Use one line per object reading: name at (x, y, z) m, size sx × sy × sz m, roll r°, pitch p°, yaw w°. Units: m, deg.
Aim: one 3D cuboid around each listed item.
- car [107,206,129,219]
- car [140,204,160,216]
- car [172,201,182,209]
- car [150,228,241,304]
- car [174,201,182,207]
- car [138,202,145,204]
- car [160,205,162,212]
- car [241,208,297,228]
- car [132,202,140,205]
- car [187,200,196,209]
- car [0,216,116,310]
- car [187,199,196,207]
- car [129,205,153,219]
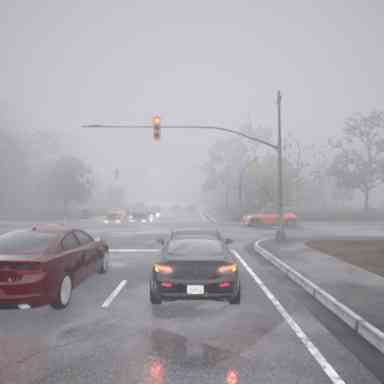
car at (-10.657, 3.008, 46.970) m, size 1.882 × 1.535 × 5.008 m, roll 0°, pitch -2°, yaw 0°
car at (-7.156, 3.227, 56.574) m, size 2.128 × 1.511 × 4.902 m, roll 0°, pitch -1°, yaw 0°
car at (-3.598, 3.317, 76.904) m, size 1.895 × 1.301 × 4.718 m, roll 0°, pitch 0°, yaw 0°
car at (0.070, 1.602, 8.191) m, size 1.812 × 1.442 × 4.674 m, roll 0°, pitch -1°, yaw 0°
car at (-3.711, 3.183, 86.815) m, size 1.812 × 1.442 × 4.674 m, roll 0°, pitch 0°, yaw -3°
car at (-10.606, 3.006, 66.489) m, size 2.150 × 2.045 × 5.566 m, roll 0°, pitch 0°, yaw 0°
car at (-7.106, 3.276, 66.631) m, size 2.128 × 1.511 × 4.902 m, roll 0°, pitch 0°, yaw 1°
car at (6.450, 2.134, 28.229) m, size 4.553 × 1.767 × 2.097 m, roll 0°, pitch -2°, yaw -5°
car at (-10.655, 3.077, 55.829) m, size 2.097 × 1.767 × 4.553 m, roll 0°, pitch -1°, yaw 0°
car at (-0.098, 3.265, 77.204) m, size 1.994 × 1.385 × 4.181 m, roll 0°, pitch 0°, yaw 0°
car at (-3.427, 1.552, 8.048) m, size 1.882 × 1.535 × 5.008 m, roll 0°, pitch -1°, yaw 0°
car at (-0.203, 2.850, 86.938) m, size 2.097 × 1.767 × 4.553 m, roll 0°, pitch 0°, yaw -3°
car at (-7.146, 3.012, 47.103) m, size 1.882 × 1.535 × 5.008 m, roll 0°, pitch -2°, yaw 1°
